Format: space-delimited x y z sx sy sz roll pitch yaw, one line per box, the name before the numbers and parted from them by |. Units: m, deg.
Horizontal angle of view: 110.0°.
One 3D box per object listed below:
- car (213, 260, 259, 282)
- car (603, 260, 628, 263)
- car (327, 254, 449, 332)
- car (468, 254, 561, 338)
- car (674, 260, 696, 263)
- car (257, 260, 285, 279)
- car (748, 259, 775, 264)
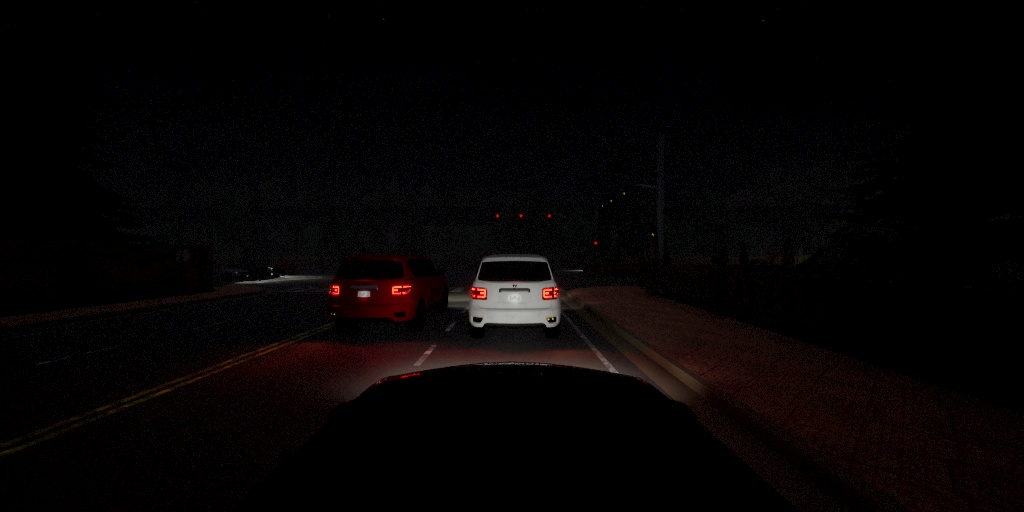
car | -22.951 1.276 28.031 4.674 1.442 1.812 0 0 2
car | 13.593 1.255 49.039 4.892 1.490 1.837 0 0 0
car | -3.419 0.971 10.985 2.150 2.045 5.566 0 0 0
car | 0.081 0.971 10.303 2.150 2.045 5.566 0 0 1
car | 23.361 1.297 48.978 5.357 1.411 2.033 0 0 0
car | -22.649 1.102 31.588 4.553 1.767 2.097 0 0 0
car | 33.207 1.221 48.938 4.892 1.490 1.837 -1 0 0
